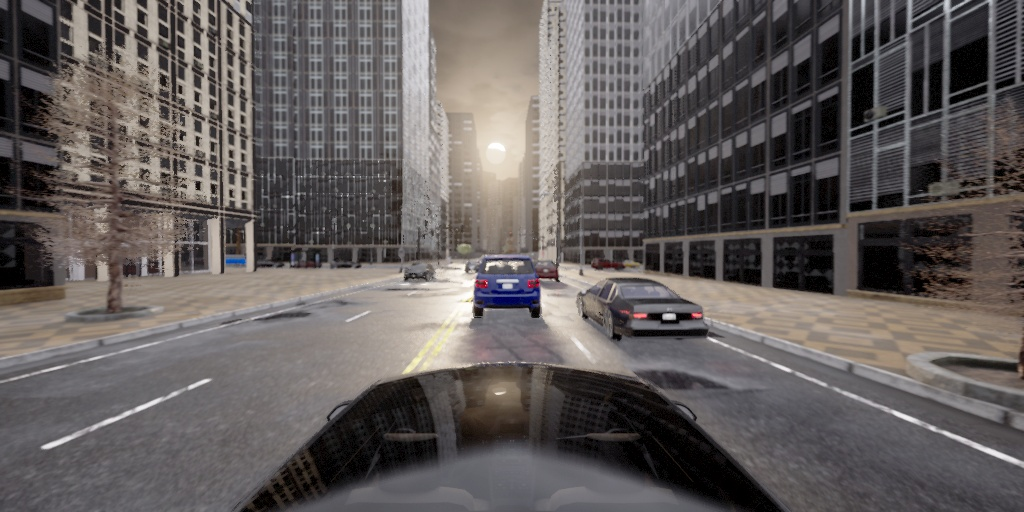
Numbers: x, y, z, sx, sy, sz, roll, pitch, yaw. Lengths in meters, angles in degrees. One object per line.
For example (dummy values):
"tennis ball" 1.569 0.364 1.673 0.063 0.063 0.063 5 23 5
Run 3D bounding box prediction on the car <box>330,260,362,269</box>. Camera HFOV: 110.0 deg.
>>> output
"car" -24.508 1.251 53.004 4.313 1.339 1.948 0 0 -1

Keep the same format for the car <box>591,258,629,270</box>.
"car" 14.410 1.268 53.908 5.009 1.841 2.192 0 0 -1

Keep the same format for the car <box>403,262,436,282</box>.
"car" -7.492 1.285 29.408 1.837 1.490 4.892 0 0 -2

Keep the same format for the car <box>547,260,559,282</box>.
"car" 2.470 1.110 29.034 2.097 1.767 4.553 0 0 -2

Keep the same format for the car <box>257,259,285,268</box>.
"car" -35.877 1.170 52.892 4.313 1.339 1.948 0 0 -1

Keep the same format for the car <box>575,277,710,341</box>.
"car" 3.151 1.297 9.873 2.033 1.411 5.357 0 0 -2

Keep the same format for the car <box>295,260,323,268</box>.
"car" -30.193 1.227 52.928 4.207 1.307 1.802 0 0 -1

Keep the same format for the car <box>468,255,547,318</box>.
"car" -0.216 0.981 13.249 2.150 2.045 5.566 0 0 -2

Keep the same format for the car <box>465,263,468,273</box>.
"car" -4.698 1.265 44.150 2.128 1.511 4.902 0 0 -2
